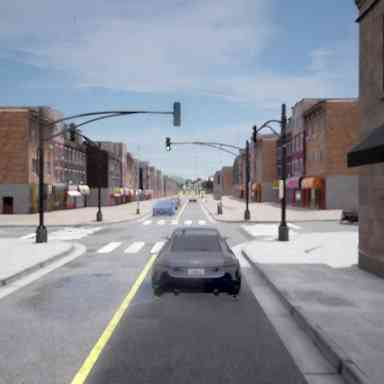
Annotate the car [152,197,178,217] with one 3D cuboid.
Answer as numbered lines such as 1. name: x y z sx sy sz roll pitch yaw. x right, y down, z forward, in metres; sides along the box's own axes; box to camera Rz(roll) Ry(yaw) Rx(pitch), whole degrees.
1. car: -2.782 1.601 33.526 1.882 1.535 5.008 0 0 2

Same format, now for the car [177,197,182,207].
1. car: -2.769 1.627 43.575 2.128 1.511 4.902 0 0 0

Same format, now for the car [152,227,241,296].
1. car: 0.108 1.619 8.852 1.994 1.385 4.181 0 0 1

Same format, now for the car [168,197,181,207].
1. car: -2.740 1.645 53.935 1.837 1.490 4.892 0 0 1

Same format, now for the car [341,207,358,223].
1. car: 12.199 1.229 21.355 5.008 1.535 1.882 -2 0 0

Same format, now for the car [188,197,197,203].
1. car: 0.148 1.731 73.635 1.895 1.301 4.718 0 0 0
